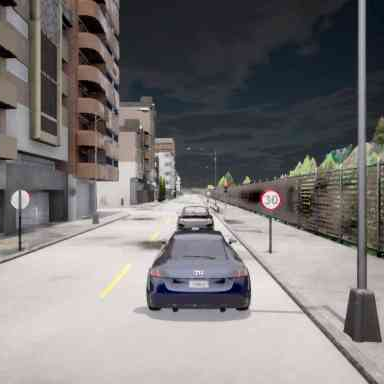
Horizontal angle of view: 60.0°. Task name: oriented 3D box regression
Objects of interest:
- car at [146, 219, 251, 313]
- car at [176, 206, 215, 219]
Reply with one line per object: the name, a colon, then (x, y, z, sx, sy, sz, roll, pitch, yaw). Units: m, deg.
car: (0.130, 1.564, 7.775, 1.994, 1.385, 4.181, 0, 0, 0)
car: (0.184, 1.491, 17.690, 2.128, 1.511, 4.902, 0, 0, 1)
